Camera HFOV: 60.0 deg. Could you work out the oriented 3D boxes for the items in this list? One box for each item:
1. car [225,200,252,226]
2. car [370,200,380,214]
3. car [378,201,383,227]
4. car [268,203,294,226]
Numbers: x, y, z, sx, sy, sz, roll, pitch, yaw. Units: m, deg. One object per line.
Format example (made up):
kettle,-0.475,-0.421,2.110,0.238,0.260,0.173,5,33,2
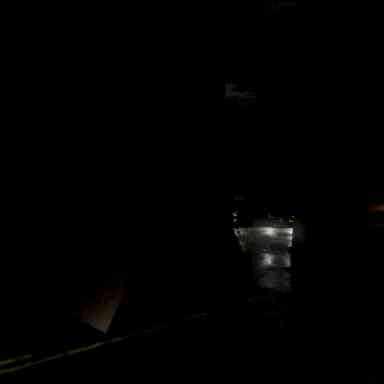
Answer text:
car,2.889,1.426,23.998,2.097,1.767,4.553,0,0,23
car,19.717,1.610,36.938,1.882,1.535,5.008,0,0,1
car,12.934,1.583,20.572,1.837,1.490,4.892,0,0,25
car,6.638,1.583,23.827,1.837,1.490,4.892,1,0,21
